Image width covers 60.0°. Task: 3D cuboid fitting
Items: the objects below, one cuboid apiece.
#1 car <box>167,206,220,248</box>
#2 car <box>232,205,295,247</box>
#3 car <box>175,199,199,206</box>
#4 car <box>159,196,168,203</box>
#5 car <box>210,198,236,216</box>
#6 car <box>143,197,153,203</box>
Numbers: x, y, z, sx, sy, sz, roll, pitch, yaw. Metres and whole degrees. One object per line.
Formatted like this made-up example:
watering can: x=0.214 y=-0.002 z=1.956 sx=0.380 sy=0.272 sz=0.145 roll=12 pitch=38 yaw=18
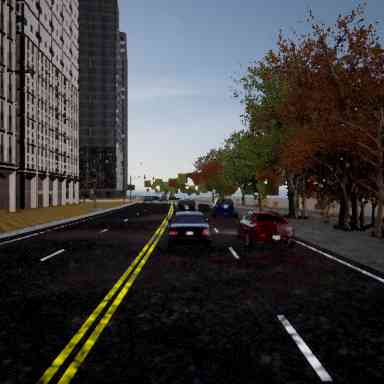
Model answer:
car: x=-0.120 y=1.561 z=14.706 sx=2.033 sy=1.411 sz=5.357 roll=0 pitch=0 yaw=-1
car: x=3.130 y=1.531 z=14.757 sx=1.812 sy=1.442 sz=4.674 roll=0 pitch=0 yaw=-1
car: x=-0.477 y=1.365 z=29.697 sx=2.097 sy=1.767 sz=4.553 roll=0 pitch=0 yaw=-2
car: x=-5.722 y=1.511 z=67.839 sx=1.837 sy=1.490 sz=4.892 roll=0 pitch=1 yaw=-4
car: x=2.750 y=1.329 z=29.815 sx=2.097 sy=1.767 sz=4.553 roll=-1 pitch=-1 yaw=-2
car: x=-8.953 y=1.590 z=67.481 sx=1.895 sy=1.301 sz=4.718 roll=0 pitch=0 yaw=-4
